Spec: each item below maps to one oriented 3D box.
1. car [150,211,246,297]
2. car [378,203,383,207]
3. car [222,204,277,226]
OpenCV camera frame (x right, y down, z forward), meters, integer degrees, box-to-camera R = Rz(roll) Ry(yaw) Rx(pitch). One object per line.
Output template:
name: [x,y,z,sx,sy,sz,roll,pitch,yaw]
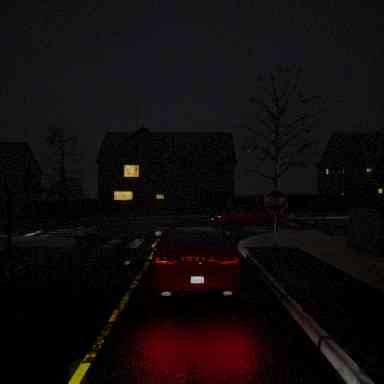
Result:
car: [0.038,1.478,8.644,1.882,1.535,5.008,0,0,-1]
car: [14.706,0.937,22.013,4.553,1.767,2.097,-1,1,0]
car: [3.149,1.439,20.813,4.181,1.385,1.994,-2,1,-16]
